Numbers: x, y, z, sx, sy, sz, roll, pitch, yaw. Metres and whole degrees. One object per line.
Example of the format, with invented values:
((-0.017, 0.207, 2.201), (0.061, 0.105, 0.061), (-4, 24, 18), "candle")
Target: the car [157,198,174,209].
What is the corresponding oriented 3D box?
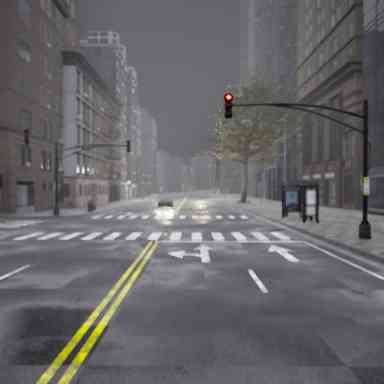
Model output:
((-3.248, 1.385, 41.678), (1.895, 1.301, 4.718), (0, 1, 0), "car")
